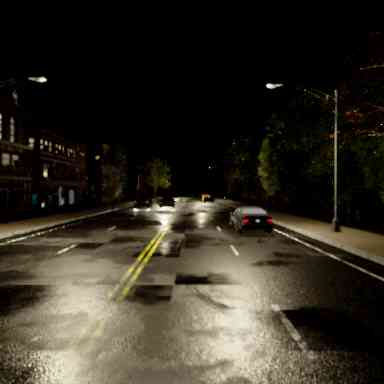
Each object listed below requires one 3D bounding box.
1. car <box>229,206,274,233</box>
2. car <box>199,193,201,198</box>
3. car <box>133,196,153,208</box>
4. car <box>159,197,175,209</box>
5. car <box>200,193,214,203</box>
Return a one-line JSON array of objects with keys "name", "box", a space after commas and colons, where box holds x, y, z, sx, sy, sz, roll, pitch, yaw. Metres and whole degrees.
[{"name": "car", "box": [3.346, 1.516, 19.427, 2.033, 1.411, 5.357, 0, 0, 0]}, {"name": "car", "box": [3.230, 1.340, 75.717, 1.882, 1.535, 5.008, 0, 0, 0]}, {"name": "car", "box": [-6.581, 1.276, 45.152, 2.097, 1.767, 4.553, 0, 0, 0]}, {"name": "car", "box": [-3.331, 1.401, 45.259, 1.882, 1.535, 5.008, 0, 0, 0]}, {"name": "car", "box": [3.233, 1.376, 64.716, 2.128, 1.511, 4.902, 0, 0, 0]}]
